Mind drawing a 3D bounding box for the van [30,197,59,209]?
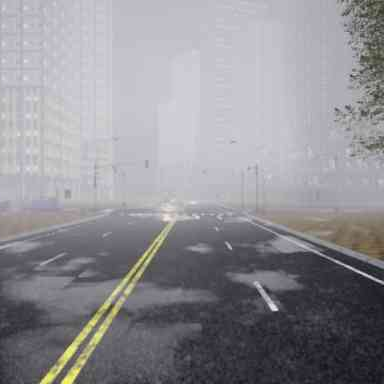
[{"bbox_3d":[-22.643,1.622,51.201,3.998,1.788,1.690,0,0,1],"label":"van"}]

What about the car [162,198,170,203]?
[{"bbox_3d":[-6.497,2.179,83.882,1.994,1.385,4.181,0,0,0],"label":"car"}]

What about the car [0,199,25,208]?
[{"bbox_3d":[-28.182,1.801,51.248,4.507,1.381,1.887,0,0,1],"label":"car"}]
